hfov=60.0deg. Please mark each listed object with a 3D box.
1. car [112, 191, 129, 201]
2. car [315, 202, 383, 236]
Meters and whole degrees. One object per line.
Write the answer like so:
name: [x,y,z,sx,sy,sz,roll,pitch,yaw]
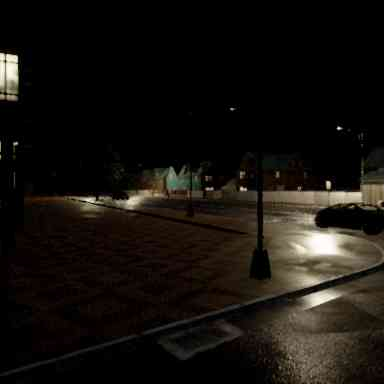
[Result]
car: [-11.365,0.620,52.629,1.812,1.442,4.674,-1,1,-28]
car: [7.991,1.193,15.902,1.994,1.385,4.181,0,1,-28]
